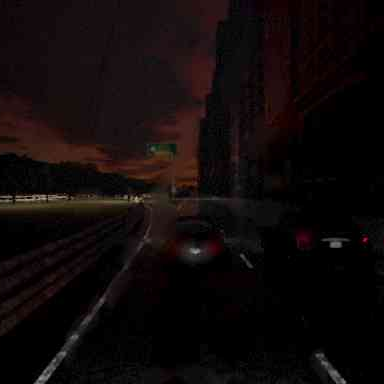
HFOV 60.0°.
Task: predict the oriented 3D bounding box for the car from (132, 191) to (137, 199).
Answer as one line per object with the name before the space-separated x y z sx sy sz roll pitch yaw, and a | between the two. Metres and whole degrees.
car | -16.221 0.806 90.586 2.150 2.045 5.566 0 0 -16

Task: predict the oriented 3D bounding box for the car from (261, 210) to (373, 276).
car | 3.591 1.331 10.416 2.097 1.767 4.553 0 0 0

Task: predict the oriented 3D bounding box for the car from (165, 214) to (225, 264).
car | 0.093 1.501 11.664 1.812 1.442 4.674 0 0 0
